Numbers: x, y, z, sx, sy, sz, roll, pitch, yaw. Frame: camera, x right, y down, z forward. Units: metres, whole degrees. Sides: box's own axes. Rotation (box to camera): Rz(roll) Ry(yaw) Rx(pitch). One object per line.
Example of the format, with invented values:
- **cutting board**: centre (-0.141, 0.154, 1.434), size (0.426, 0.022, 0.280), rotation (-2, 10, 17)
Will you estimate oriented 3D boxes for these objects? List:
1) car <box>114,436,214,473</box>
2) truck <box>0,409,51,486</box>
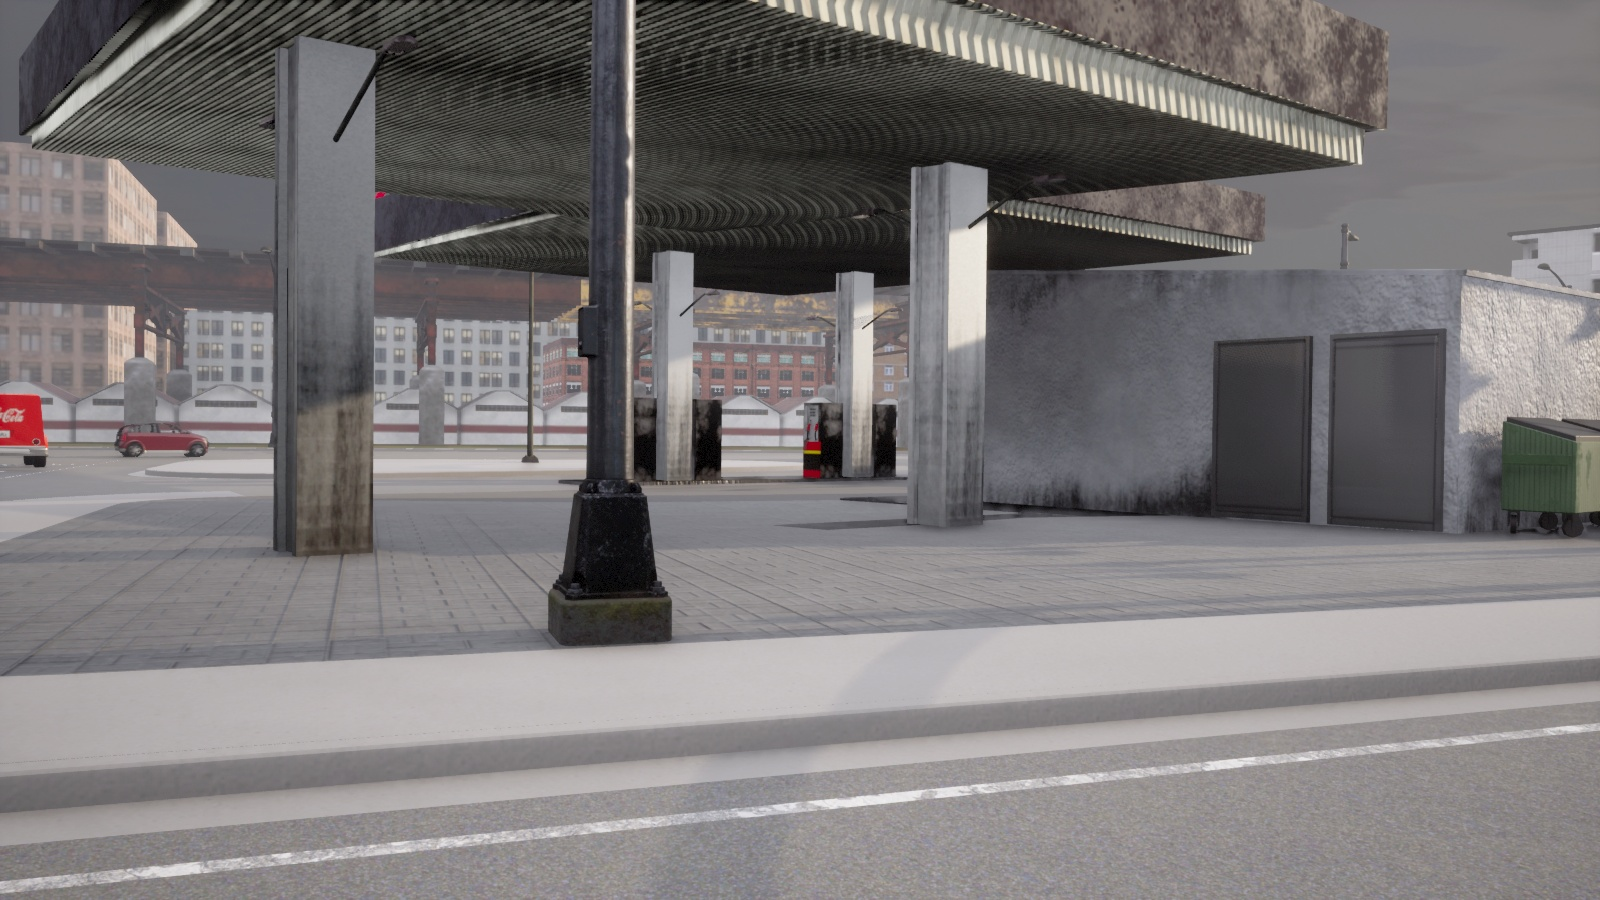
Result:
- **car**: centre (-28.200, 0.175, 55.695), size (3.705, 1.549, 1.789), rotation (-1, 1, -36)
- **truck**: centre (-27.017, -0.088, 42.456), size (2.627, 2.467, 5.204), rotation (-1, 1, -34)
